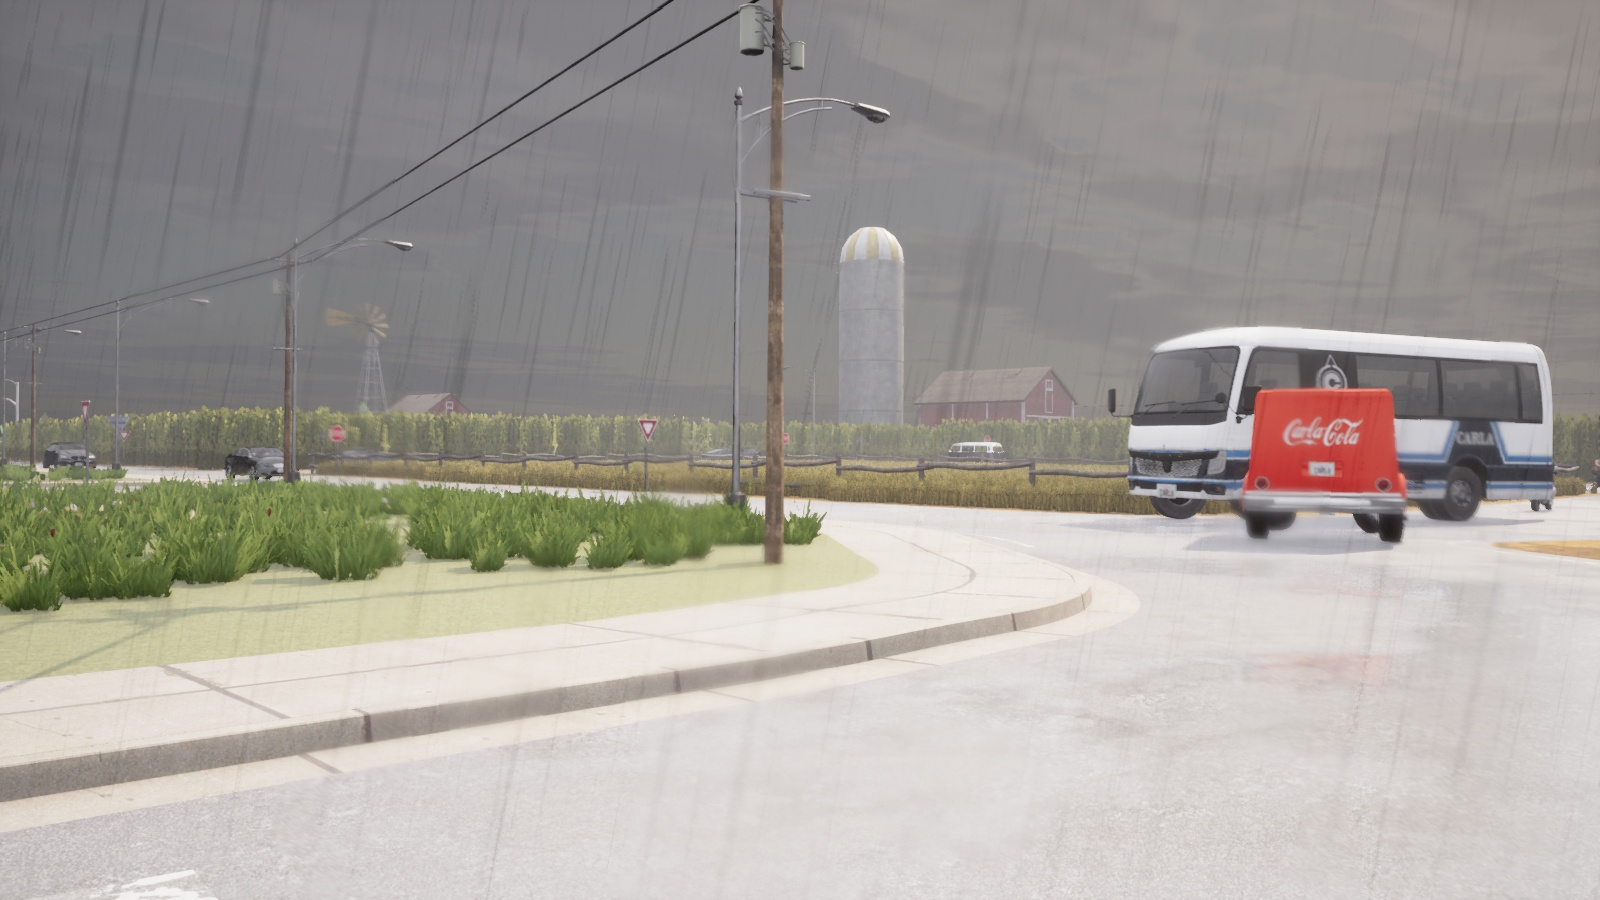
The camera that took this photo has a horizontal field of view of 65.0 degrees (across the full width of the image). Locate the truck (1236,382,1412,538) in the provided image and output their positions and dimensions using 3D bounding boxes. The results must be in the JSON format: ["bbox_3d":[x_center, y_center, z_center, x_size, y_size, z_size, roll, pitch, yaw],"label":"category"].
[{"bbox_3d":[9.509,0.256,22.706,2.627,2.467,5.204,0,-2,24],"label":"truck"}]

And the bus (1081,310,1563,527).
[{"bbox_3d":[11.842,-0.579,28.414,10.273,4.253,3.944,1,0,-23],"label":"bus"}]

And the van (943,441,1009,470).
[{"bbox_3d":[12.970,0.393,92.609,2.069,2.038,4.480,0,1,-42],"label":"van"}]

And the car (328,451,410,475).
[{"bbox_3d":[-25.864,0.760,75.429,1.994,1.385,4.181,0,0,42],"label":"car"}]

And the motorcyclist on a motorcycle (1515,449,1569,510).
[{"bbox_3d":[20.195,0.784,34.175,0.866,1.590,1.817,0,0,44],"label":"motorcyclist on a motorcycle"}]

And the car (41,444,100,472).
[{"bbox_3d":[-45.266,0.477,77.881,2.242,1.667,4.611,0,0,-43],"label":"car"}]

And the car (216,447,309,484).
[{"bbox_3d":[-23.239,0.651,54.207,2.128,1.511,4.902,0,0,-43],"label":"car"}]

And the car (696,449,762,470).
[{"bbox_3d":[-5.326,0.686,94.547,4.892,1.490,1.837,-1,0,-42],"label":"car"}]
